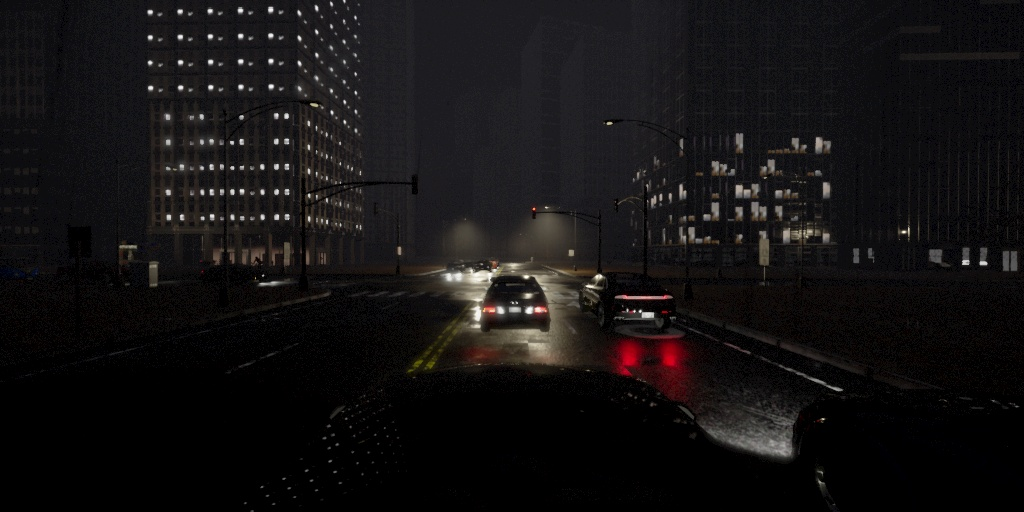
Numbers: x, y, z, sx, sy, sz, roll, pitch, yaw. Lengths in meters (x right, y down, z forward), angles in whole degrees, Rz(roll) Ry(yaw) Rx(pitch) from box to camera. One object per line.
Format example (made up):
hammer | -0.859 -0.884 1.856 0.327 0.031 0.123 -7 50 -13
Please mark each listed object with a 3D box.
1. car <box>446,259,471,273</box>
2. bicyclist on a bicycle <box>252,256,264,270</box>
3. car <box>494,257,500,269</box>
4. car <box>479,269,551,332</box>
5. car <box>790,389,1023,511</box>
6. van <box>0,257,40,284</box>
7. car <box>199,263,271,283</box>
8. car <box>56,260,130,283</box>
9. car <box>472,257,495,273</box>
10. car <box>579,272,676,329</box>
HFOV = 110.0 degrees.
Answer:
car | -6.586 1.209 42.534 2.128 1.511 4.902 0 0 0
bicyclist on a bicycle | -24.701 0.867 34.818 0.582 1.620 1.656 0 1 1
car | -3.328 1.045 54.140 2.097 1.767 4.553 0 0 0
car | 0.100 1.294 10.813 2.033 1.411 5.357 0 0 1
car | 3.350 1.314 1.299 1.994 1.385 4.181 0 0 0
van | -33.932 0.959 23.729 3.998 1.789 1.690 0 0 1
car | -19.986 1.227 25.964 4.181 1.385 1.994 0 0 1
car | -30.079 1.093 26.217 5.008 1.535 1.882 0 0 2
car | -3.337 1.223 42.792 1.837 1.490 4.892 0 0 0
car | 3.347 1.238 11.230 2.128 1.511 4.902 0 0 0
